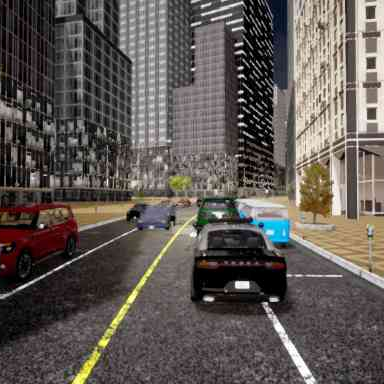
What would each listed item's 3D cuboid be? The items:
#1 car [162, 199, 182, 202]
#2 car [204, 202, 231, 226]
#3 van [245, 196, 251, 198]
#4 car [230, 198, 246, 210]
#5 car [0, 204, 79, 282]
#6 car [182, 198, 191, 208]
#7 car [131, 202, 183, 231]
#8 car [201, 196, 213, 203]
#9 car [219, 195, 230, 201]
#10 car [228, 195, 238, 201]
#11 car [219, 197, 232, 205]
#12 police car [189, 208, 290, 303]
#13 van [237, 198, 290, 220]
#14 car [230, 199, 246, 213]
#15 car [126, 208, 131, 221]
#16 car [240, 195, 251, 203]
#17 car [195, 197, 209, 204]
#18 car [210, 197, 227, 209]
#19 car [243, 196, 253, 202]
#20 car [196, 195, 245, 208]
[{"bbox_3d":[-2.781,1.593,38.510,1.947,1.339,4.313,1,0,7],"label":"car"},{"bbox_3d":[1.858,1.534,24.175,1.812,1.442,4.674,0,0,5],"label":"car"},{"bbox_3d":[3.491,1.345,20.568,1.690,1.788,3.998,1,0,4],"label":"van"},{"bbox_3d":[6.071,1.574,43.970,1.947,1.339,4.313,1,0,9],"label":"car"},{"bbox_3d":[-5.100,1.322,10.028,2.192,1.841,5.009,1,0,2],"label":"car"},{"bbox_3d":[-1.136,1.617,49.735,1.802,1.307,4.206,1,0,9],"label":"car"},{"bbox_3d":[-2.047,1.559,20.918,2.033,1.411,5.357,0,0,4],"label":"car"},{"bbox_3d":[3.251,1.585,71.458,1.752,1.417,4.829,1,0,13],"label":"car"},{"bbox_3d":[9.102,1.641,92.603,2.008,1.369,4.403,1,0,17],"label":"car"},{"bbox_3d":[11.085,1.636,90.247,1.994,1.385,4.181,0,0,17],"label":"car"},{"bbox_3d":[6.047,1.626,59.669,1.895,1.301,4.718,0,0,12],"label":"car"},{"bbox_3d":[0.962,1.428,8.425,1.930,1.638,5.238,0,0,2],"label":"police car"},{"bbox_3d":[3.129,1.344,14.716,1.690,1.788,3.998,1,0,3],"label":"van"},{"bbox_3d":[5.283,1.532,38.349,1.752,1.417,4.829,1,0,8],"label":"car"},{"bbox_3d":[-4.021,1.585,27.176,1.947,1.339,4.313,1,0,5],"label":"car"},{"bbox_3d":[11.690,1.465,72.220,1.967,1.590,4.097,1,0,14],"label":"car"},{"bbox_3d":[2.054,1.619,66.266,1.947,1.339,4.313,1,0,12],"label":"car"},{"bbox_3d":[3.668,1.494,45.924,1.882,1.535,5.008,0,0,10],"label":"car"},{"bbox_3d":[13.100,1.573,77.684,1.887,1.381,4.507,1,0,15],"label":"car"},{"bbox_3d":[1.426,1.230,18.265,2.150,2.045,5.566,0,0,4],"label":"car"}]
